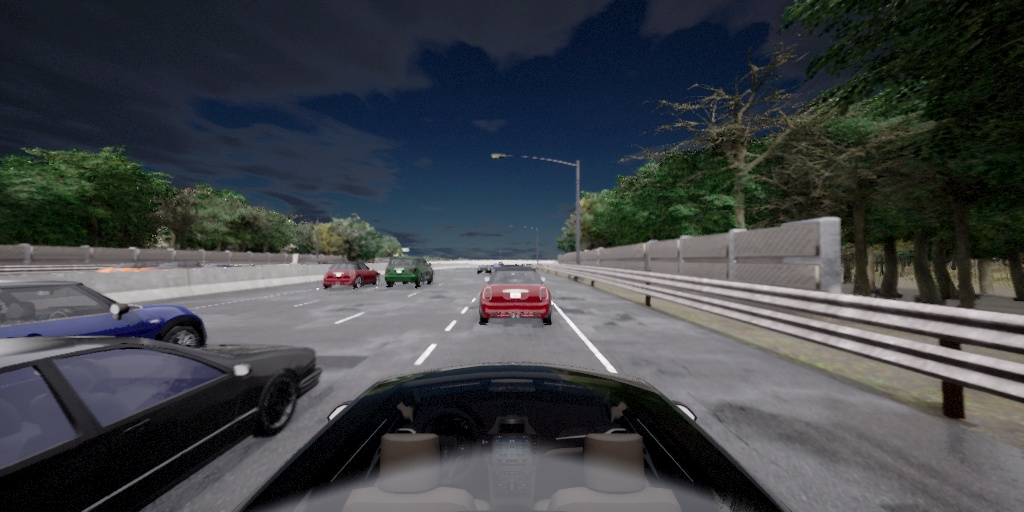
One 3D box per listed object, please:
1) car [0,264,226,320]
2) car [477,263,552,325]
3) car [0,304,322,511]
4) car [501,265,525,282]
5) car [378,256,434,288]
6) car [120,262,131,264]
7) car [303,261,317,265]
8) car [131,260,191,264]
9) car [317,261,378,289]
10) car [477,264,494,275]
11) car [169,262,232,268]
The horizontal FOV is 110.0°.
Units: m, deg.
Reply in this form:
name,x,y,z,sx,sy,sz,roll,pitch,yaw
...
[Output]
name,x,y,z,sx,sy,sz,roll,pitch,yaw
car,-6.901,1.102,4.983,2.097,1.767,4.553,0,0,0
car,0.100,1.113,12.053,2.097,1.767,4.553,0,0,0
car,-3.500,1.297,2.390,2.033,1.411,5.357,0,0,0
car,0.101,1.466,31.412,1.994,1.385,4.181,0,-1,0
car,-6.899,1.057,24.592,2.150,2.045,5.566,0,0,0
car,-31.590,1.239,29.840,2.097,1.767,4.553,0,-1,0
car,-21.081,1.338,37.960,2.097,1.767,4.553,0,-1,0
car,-28.091,1.239,29.879,2.097,1.767,4.553,0,-1,0
car,-10.399,1.179,23.617,2.097,1.767,4.553,0,0,0
car,-3.498,1.737,47.355,1.895,1.301,4.718,0,-1,0
car,-24.594,1.430,29.554,2.033,1.411,5.357,0,-1,0
